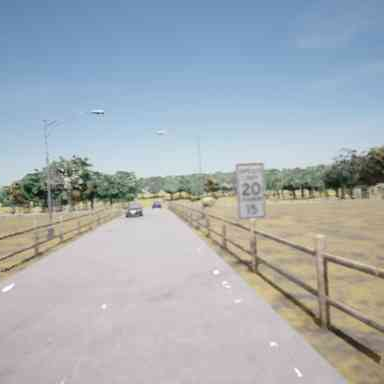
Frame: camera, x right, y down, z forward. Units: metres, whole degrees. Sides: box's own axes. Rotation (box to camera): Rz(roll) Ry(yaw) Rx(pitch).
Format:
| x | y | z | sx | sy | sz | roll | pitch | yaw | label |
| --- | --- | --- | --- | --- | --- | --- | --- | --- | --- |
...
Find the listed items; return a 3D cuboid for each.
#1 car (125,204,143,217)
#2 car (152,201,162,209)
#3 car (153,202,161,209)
| x | y | z | sx | sy | sz | roll | pitch | yaw | label |
| --- | --- | --- | --- | --- | --- | --- | --- | --- | --- |
| -6.835 | 2.145 | 39.583 | 2.128 | 1.511 | 4.902 | -3 | -1 | -6 | car |
| -7.893 | 2.858 | 74.792 | 2.097 | 1.767 | 4.553 | -3 | -2 | -6 | car |
| -8.955 | 3.398 | 84.728 | 1.837 | 1.490 | 4.892 | -3 | -2 | -6 | car |
